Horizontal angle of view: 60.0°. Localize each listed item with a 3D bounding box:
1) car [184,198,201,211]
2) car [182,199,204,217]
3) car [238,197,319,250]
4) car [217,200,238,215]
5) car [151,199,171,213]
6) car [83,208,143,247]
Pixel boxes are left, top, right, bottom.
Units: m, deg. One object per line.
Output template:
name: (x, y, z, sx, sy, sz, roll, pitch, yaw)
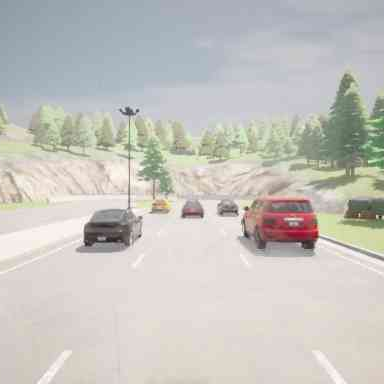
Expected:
car: (0.115, 1.547, 42.109, 2.033, 1.411, 5.357, 0, 0, 1)
car: (0.088, 1.564, 30.798, 1.994, 1.385, 4.181, 0, 0, 0)
car: (3.601, 1.221, 14.445, 2.150, 2.045, 5.566, 0, 0, 0)
car: (3.597, 1.547, 33.948, 2.033, 1.411, 5.357, 0, 0, 0)
car: (-3.400, 1.478, 37.271, 1.882, 1.535, 5.008, 0, 0, 0)
car: (-3.399, 1.505, 14.958, 1.837, 1.490, 4.892, 0, 0, 0)
